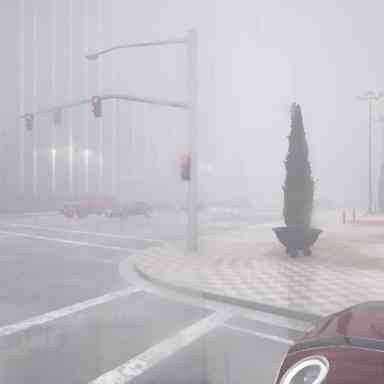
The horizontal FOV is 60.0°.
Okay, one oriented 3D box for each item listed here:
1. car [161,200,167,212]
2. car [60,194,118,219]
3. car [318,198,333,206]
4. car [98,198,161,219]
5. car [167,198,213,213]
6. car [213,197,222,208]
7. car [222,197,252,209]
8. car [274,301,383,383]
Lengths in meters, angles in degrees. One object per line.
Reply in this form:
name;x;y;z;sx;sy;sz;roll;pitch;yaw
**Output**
car;-3.241;1.564;38.095;1.994;1.385;4.181;0;0;35
car;-8.944;1.221;29.907;2.150;2.045;5.566;0;0;35
car;22.573;1.600;56.451;1.895;1.301;4.718;0;0;34
car;-5.349;1.491;28.958;2.128;1.511;4.902;0;0;35
car;-0.140;1.491;36.430;2.128;1.511;4.902;0;0;35
car;3.605;1.478;47.904;1.882;1.535;5.008;0;0;35
car;6.709;1.491;46.234;2.128;1.511;4.902;0;0;35
car;2.793;1.352;1.978;4.553;1.767;2.097;0;0;36
